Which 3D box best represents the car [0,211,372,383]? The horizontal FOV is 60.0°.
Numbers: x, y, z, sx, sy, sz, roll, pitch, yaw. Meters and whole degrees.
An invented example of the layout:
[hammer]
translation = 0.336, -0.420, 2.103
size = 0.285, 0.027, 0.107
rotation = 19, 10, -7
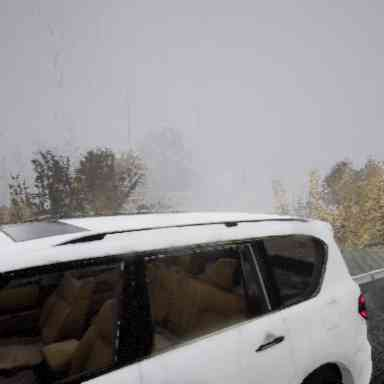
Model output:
[car]
translation = -0.916, 1.224, 2.417
size = 5.566, 2.045, 2.150
rotation = 0, 0, -35
